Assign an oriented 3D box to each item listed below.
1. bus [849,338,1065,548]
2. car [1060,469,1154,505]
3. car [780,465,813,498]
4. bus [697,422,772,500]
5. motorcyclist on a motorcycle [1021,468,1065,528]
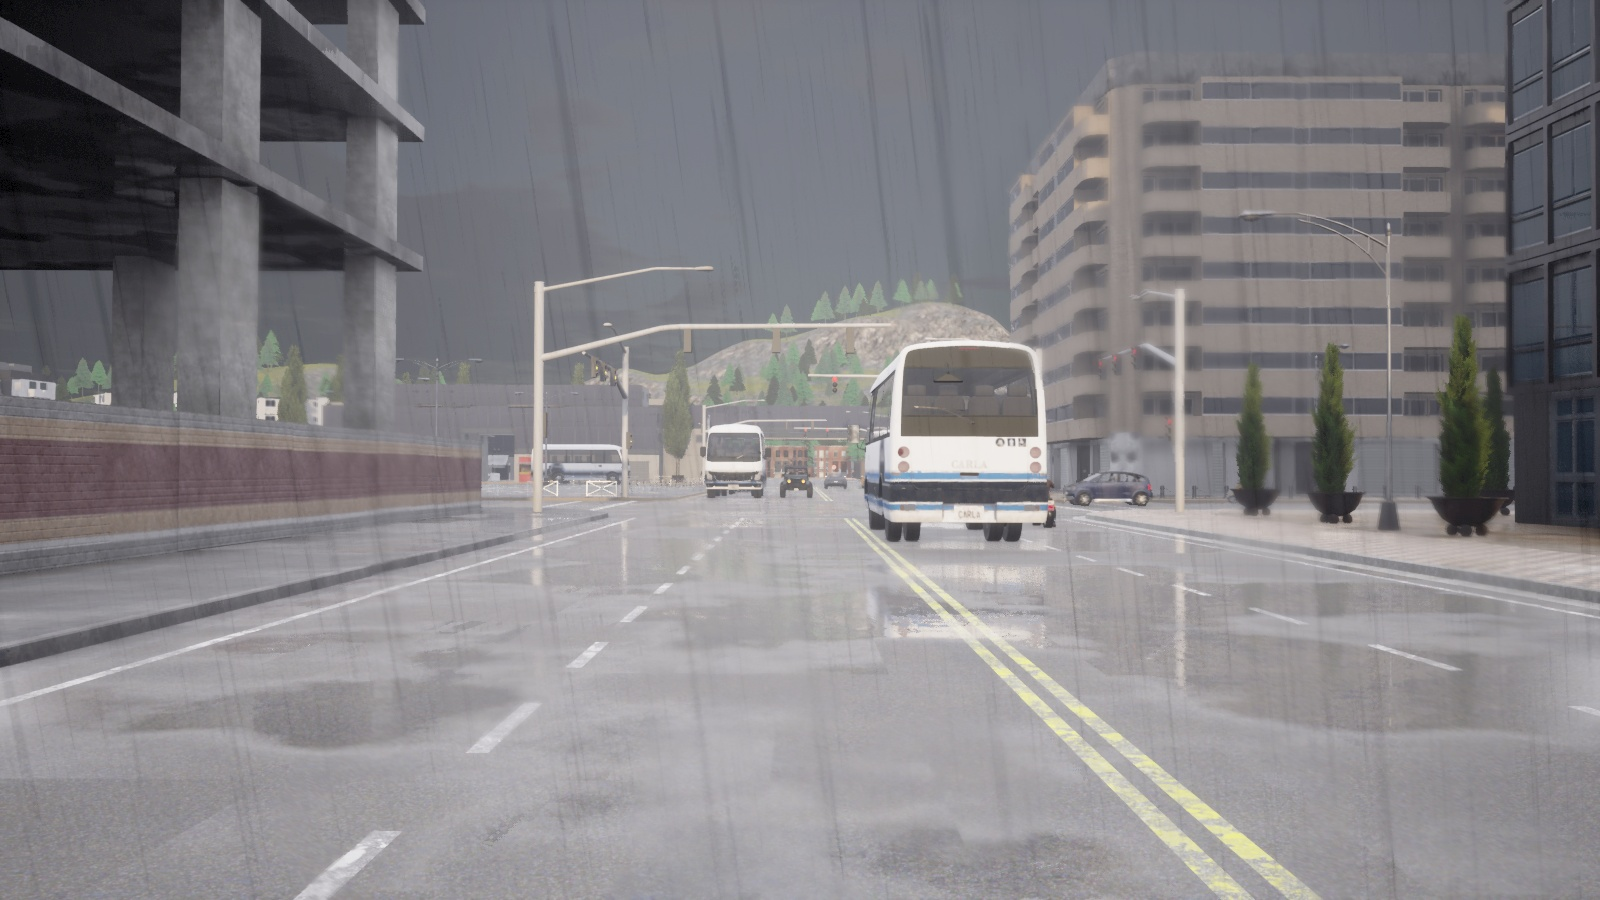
[{"bbox_3d":[3.410,-0.060,30.769,3.944,4.253,10.273,0,-1,0],"label":"bus"},{"bbox_3d":[13.637,1.625,55.878,3.705,1.549,1.789,0,-1,-1],"label":"car"},{"bbox_3d":[-0.204,1.853,74.108,1.905,1.878,3.866,0,-1,0],"label":"car"},{"bbox_3d":[-3.709,0.698,74.342,3.944,4.253,10.273,0,-1,0],"label":"bus"},{"bbox_3d":[6.902,1.336,35.735,0.766,1.649,2.350,0,-1,0],"label":"motorcyclist on a motorcycle"}]
